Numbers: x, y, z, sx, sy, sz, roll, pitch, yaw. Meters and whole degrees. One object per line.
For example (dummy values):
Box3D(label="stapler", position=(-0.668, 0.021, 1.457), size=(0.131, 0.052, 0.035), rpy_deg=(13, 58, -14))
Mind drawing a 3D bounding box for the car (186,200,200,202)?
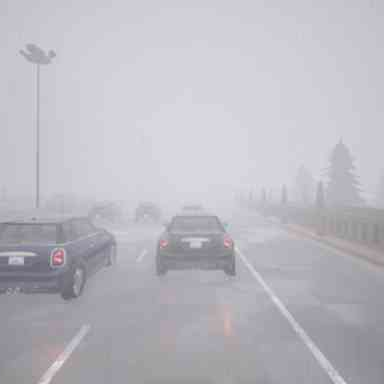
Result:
Box3D(label="car", position=(0.086, 1.466, 28.662), size=(1.882, 1.535, 5.008), rpy_deg=(0, 0, 0))

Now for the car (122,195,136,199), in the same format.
Box3D(label="car", position=(-14.309, 1.357, 75.430), size=(1.812, 1.442, 4.674), rpy_deg=(0, 0, 19))

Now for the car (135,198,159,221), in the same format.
Box3D(label="car", position=(-3.413, 1.494, 26.801), size=(1.837, 1.490, 4.892), rpy_deg=(0, 0, 0))

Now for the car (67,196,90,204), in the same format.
Box3D(label="car", position=(-13.878, 1.529, 43.593), size=(2.033, 1.411, 5.357), rpy_deg=(0, 0, 3))

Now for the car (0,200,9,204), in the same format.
Box3D(label="car", position=(-21.060, 1.462, 34.484), size=(1.882, 1.535, 5.008), rpy_deg=(0, 0, 1))

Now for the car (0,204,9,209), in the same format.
Box3D(label="car", position=(-6.904, 1.351, 8.632), size=(2.097, 1.767, 4.553), rpy_deg=(0, 0, 0))

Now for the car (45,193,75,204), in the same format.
Box3D(label="car", position=(-17.315, 1.205, 44.250), size=(2.150, 2.045, 5.566), rpy_deg=(0, 0, 4))

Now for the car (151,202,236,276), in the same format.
Box3D(label="car", position=(0.094, 1.350, 10.522), size=(2.097, 1.767, 4.553), rpy_deg=(0, 0, 0))

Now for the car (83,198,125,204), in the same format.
Box3D(label="car", position=(-6.913, 1.494, 26.793), size=(1.837, 1.490, 4.892), rpy_deg=(0, 0, 0))

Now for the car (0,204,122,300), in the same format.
Box3D(label="car", position=(-3.404, 1.351, 8.572), size=(2.097, 1.767, 4.553), rpy_deg=(0, 0, 0))
